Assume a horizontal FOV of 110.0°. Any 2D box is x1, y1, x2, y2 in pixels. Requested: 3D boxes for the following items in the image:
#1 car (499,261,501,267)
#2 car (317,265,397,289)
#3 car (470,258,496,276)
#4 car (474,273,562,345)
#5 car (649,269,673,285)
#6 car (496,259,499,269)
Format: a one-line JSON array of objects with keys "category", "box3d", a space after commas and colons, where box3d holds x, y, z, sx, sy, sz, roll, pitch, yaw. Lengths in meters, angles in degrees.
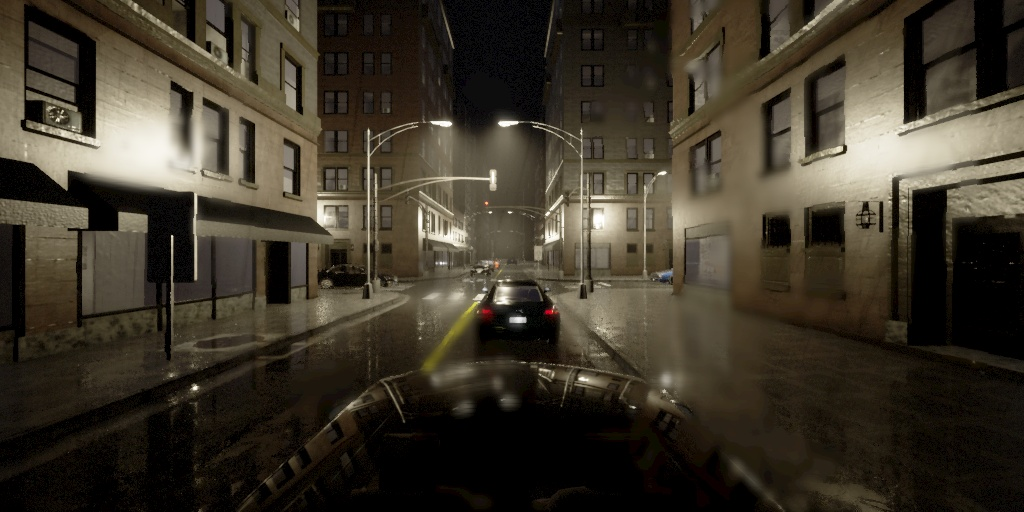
[{"category": "car", "box3d": [-3.091, 1.093, 55.888, 2.097, 1.767, 4.553, 0, 0, -1]}, {"category": "car", "box3d": [-9.640, 1.278, 22.187, 4.892, 1.490, 1.837, 0, 0, -4]}, {"category": "car", "box3d": [-3.098, 1.240, 36.363, 2.128, 1.511, 4.902, 0, 0, 0]}, {"category": "car", "box3d": [0.113, 1.314, 9.536, 1.994, 1.385, 4.181, 0, 0, -1]}, {"category": "car", "box3d": [12.613, 1.261, 25.197, 5.357, 1.411, 2.033, 0, 0, 0]}, {"category": "car", "box3d": [-3.103, 1.294, 46.106, 2.033, 1.411, 5.357, 0, 0, 0]}]
